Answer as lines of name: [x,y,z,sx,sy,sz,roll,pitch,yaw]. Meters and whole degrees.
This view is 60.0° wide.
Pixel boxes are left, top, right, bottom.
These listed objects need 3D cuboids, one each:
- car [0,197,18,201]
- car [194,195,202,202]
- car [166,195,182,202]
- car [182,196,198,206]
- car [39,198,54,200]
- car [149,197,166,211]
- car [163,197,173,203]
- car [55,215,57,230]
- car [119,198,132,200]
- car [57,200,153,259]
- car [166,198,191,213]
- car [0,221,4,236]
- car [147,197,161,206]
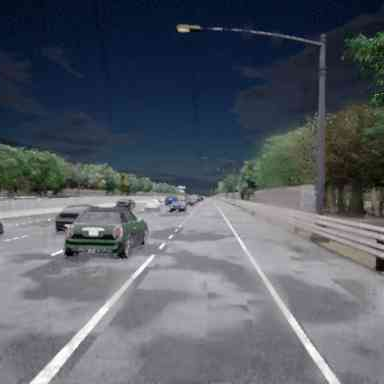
car: [-22.674,1.309,40.291,2.033,1.411,5.357,1,0,4]
car: [0.614,2.179,82.200,2.128,1.511,4.902,1,-1,3]
car: [-3.833,1.585,64.368,2.150,2.045,5.566,1,-1,3]
car: [-0.350,2.038,64.133,1.895,1.301,4.718,1,-1,3]
car: [-18.974,1.428,43.616,1.994,1.385,4.181,1,0,3]
car: [-4.943,1.693,43.649,1.812,1.442,4.674,1,0,3]
car: [-6.161,2.057,86.577,1.837,1.490,4.892,1,-1,3]
car: [-6.235,1.492,19.402,1.837,1.490,4.892,1,0,3]
car: [-8.487,1.592,42.942,1.837,1.490,4.892,1,0,3]
car: [-3.077,1.364,12.875,2.097,1.767,4.553,1,0,3]
car: [-1.594,1.820,40.781,1.895,1.301,4.718,1,0,3]
car: [-10.019,1.435,14.189,1.994,1.385,4.181,1,0,3]
car: [-7.335,1.768,64.509,1.882,1.535,5.008,1,-1,3]
